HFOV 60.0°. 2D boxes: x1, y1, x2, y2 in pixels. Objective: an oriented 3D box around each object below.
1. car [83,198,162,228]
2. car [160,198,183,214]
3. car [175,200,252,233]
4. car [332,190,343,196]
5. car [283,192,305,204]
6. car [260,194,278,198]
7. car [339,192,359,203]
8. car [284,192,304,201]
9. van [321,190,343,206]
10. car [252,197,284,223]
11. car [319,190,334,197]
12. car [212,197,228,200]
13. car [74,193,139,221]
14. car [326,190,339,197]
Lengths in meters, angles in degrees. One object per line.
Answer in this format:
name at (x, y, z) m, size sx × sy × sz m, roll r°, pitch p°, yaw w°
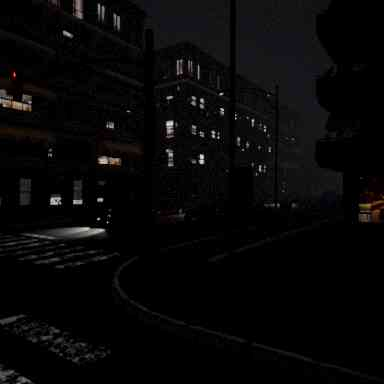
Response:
car at (-4.129, 1.317, 20.407) m, size 1.994 × 1.385 × 4.181 m, roll 1°, pitch 1°, yaw 35°
car at (-2.362, 1.180, 27.424) m, size 1.887 × 1.381 × 4.507 m, roll 2°, pitch 2°, yaw 35°
car at (1.285, 1.348, 18.023) m, size 1.947 × 1.339 × 4.313 m, roll 2°, pitch 2°, yaw 35°
car at (35.972, 0.256, 82.186) m, size 1.802 × 1.307 × 4.206 m, roll 2°, pitch 2°, yaw 35°
car at (14.389, 0.782, 46.719) m, size 2.128 × 1.511 × 4.902 m, roll 1°, pitch 1°, yaw 35°
car at (10.416, 0.880, 45.678) m, size 1.947 × 1.339 × 4.313 m, roll 2°, pitch 2°, yaw 35°
car at (23.647, 0.764, 49.966) m, size 1.887 × 1.381 × 4.507 m, roll 2°, pitch 2°, yaw 35°
car at (16.805, 0.719, 54.805) m, size 1.947 × 1.339 × 4.313 m, roll 2°, pitch 2°, yaw 35°
van at (17.261, 0.721, 40.836) m, size 1.690 × 1.788 × 3.998 m, roll 2°, pitch 2°, yaw 35°
car at (4.480, 1.283, 22.587) m, size 1.802 × 1.307 × 4.206 m, roll 2°, pitch 2°, yaw 35°
car at (29.583, 0.378, 73.058) m, size 1.887 × 1.381 × 4.507 m, roll 2°, pitch 2°, yaw 35°
car at (2.591, 1.148, 29.995) m, size 1.994 × 1.385 × 4.181 m, roll 1°, pitch 1°, yaw 35°
car at (-5.555, 1.031, 22.854) m, size 2.192 × 1.841 × 5.009 m, roll 2°, pitch 2°, yaw 35°
car at (32.777, 0.336, 77.622) m, size 1.802 × 1.307 × 4.206 m, roll 2°, pitch 2°, yaw 35°
